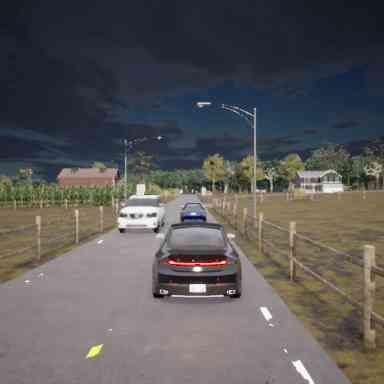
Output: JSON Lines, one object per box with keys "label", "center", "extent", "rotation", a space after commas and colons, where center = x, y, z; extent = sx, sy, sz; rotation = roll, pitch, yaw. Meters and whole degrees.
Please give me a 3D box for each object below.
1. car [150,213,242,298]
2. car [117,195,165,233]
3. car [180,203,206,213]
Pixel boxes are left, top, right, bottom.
{"label": "car", "center": [0.101, 1.505, 8.489], "extent": [1.837, 1.490, 4.892], "rotation": [0, 0, 0]}
{"label": "car", "center": [-2.846, 1.207, 19.768], "extent": [2.150, 2.045, 5.566], "rotation": [0, 0, 0]}
{"label": "car", "center": [0.105, 1.538, 26.150], "extent": [1.994, 1.385, 4.181], "rotation": [0, 0, 0]}
